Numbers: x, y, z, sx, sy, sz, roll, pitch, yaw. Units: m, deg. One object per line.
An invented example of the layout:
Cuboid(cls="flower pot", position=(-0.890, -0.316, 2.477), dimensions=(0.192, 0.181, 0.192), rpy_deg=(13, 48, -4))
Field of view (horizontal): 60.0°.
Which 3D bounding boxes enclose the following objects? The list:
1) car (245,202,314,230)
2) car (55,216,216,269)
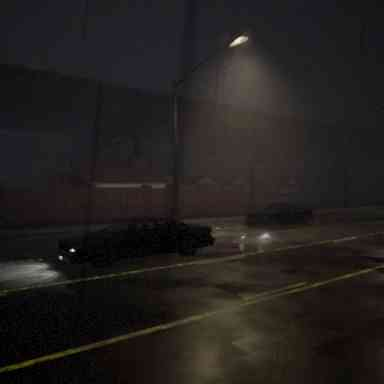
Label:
Cuboid(cls="car", position=(5.490, 1.414, 20.684), dimensions=(5.008, 1.535, 1.882), rpy_deg=(0, 0, -35))
Cuboid(cls="car", position=(-1.693, 1.549, 11.364), dimensions=(5.357, 1.411, 2.033), rpy_deg=(0, 0, -35))
